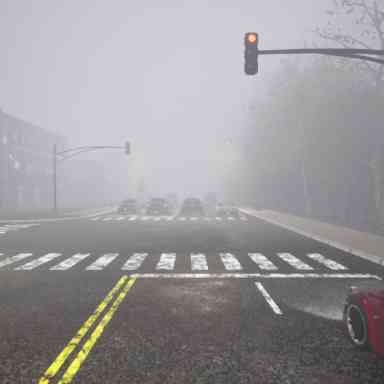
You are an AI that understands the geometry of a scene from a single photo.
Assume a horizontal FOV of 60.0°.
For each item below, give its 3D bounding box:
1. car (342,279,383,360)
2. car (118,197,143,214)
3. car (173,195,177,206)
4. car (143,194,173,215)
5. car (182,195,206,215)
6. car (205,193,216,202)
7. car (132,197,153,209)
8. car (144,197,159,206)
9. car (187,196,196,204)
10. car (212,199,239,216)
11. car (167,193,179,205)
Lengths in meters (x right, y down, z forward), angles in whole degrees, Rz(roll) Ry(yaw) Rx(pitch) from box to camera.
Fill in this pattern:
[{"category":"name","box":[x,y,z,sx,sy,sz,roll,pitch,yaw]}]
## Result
[{"category":"car","box":[3.346,1.563,3.541,1.994,1.385,4.181,0,0,0]},{"category":"car","box":[-6.663,1.494,35.682,1.837,1.490,4.892,0,0,0]},{"category":"car","box":[-3.423,1.532,43.615,2.033,1.411,5.357,0,0,1]},{"category":"car","box":[-3.412,1.341,34.141,2.097,1.767,4.553,0,0,0]},{"category":"car","box":[0.033,1.341,34.076,2.097,1.767,4.553,0,0,0]},{"category":"car","box":[3.231,1.193,60.140,2.150,2.045,5.566,0,-1,0]},{"category":"car","box":[-6.676,1.476,45.106,2.128,1.511,4.902,0,0,0]},{"category":"car","box":[-6.683,1.506,55.238,1.812,1.442,4.674,0,0,0]},{"category":"car","box":[-0.132,1.500,65.917,1.812,1.442,4.674,0,0,0]},{"category":"car","box":[3.287,1.591,32.311,1.895,1.301,4.718,0,0,0]},{"category":"car","box":[-3.416,1.201,56.092,2.150,2.045,5.566,0,0,2]}]
